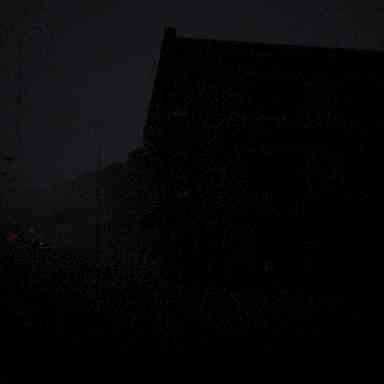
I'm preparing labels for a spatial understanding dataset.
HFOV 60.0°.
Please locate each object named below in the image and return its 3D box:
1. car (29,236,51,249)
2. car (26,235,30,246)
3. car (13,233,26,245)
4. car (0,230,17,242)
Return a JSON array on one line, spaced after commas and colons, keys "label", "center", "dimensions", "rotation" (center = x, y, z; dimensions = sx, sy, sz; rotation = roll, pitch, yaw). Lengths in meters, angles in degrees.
[{"label": "car", "center": [-17.903, 6.030, 39.663], "dimensions": [1.994, 1.385, 4.181], "rotation": [-1, -6, -23]}, {"label": "car", "center": [-22.866, 7.214, 49.043], "dimensions": [1.812, 1.442, 4.674], "rotation": [0, -6, -32]}, {"label": "car", "center": [-28.664, 8.176, 57.101], "dimensions": [1.812, 1.442, 4.674], "rotation": [0, -5, -43]}, {"label": "car", "center": [-35.576, 8.491, 64.469], "dimensions": [2.150, 2.045, 5.566], "rotation": [0, -4, -45]}]
